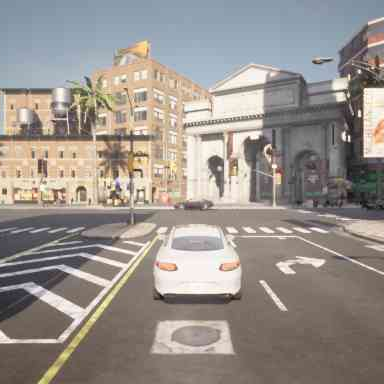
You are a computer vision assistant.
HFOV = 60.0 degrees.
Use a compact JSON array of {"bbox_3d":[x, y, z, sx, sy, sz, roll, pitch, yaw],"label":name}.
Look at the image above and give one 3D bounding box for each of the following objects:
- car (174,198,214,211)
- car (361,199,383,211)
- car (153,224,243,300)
[{"bbox_3d":[0.229,1.491,40.580,4.902,1.511,2.128,0,0,1],"label":"car"},{"bbox_3d":[23.590,1.547,40.346,5.357,1.411,2.033,0,0,1],"label":"car"},{"bbox_3d":[0.108,1.526,8.276,1.812,1.442,4.674,0,0,0],"label":"car"}]
